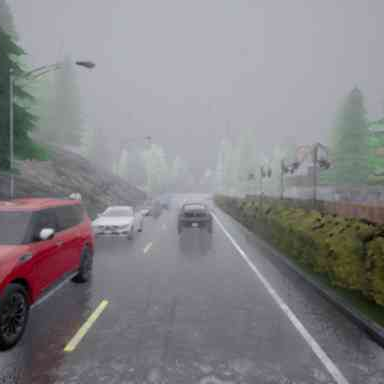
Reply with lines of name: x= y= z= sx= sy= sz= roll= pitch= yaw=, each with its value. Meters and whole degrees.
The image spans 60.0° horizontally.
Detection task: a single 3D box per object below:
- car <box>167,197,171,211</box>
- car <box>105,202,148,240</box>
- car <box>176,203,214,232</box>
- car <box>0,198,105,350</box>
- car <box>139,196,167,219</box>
car: x=-3.446 y=1.223 z=36.910 sx=1.882 sy=1.535 sz=5.008 roll=0 pitch=1 yaw=1
car: x=-3.540 y=1.414 z=16.334 sx=1.812 sy=1.442 sz=4.674 roll=0 pitch=0 yaw=0
car: x=0.157 y=1.376 z=18.899 sx=1.837 sy=1.490 sz=4.892 roll=0 pitch=0 yaw=0
car: x=-3.581 y=1.178 z=6.503 sx=2.150 sy=2.045 sz=5.566 roll=0 pitch=0 yaw=0
car: x=-3.487 y=1.308 z=26.646 sx=2.128 sy=1.511 sz=4.902 roll=0 pitch=0 yaw=1
